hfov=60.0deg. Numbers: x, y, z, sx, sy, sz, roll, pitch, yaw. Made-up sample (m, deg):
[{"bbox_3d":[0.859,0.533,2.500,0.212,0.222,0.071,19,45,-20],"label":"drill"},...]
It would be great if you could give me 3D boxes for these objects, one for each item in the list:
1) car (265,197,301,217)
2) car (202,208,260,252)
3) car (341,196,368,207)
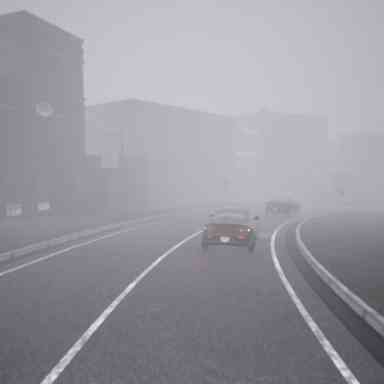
[{"bbox_3d":[7.656,1.171,27.698,1.882,1.535,5.008,3,2,31],"label":"car"},{"bbox_3d":[1.601,1.331,12.930,1.812,1.442,4.674,1,1,13],"label":"car"},{"bbox_3d":[23.303,1.291,47.722,4.674,1.442,1.812,2,4,-29],"label":"car"}]
